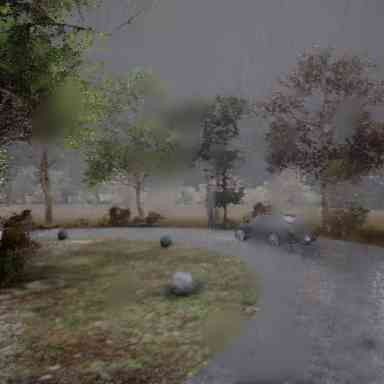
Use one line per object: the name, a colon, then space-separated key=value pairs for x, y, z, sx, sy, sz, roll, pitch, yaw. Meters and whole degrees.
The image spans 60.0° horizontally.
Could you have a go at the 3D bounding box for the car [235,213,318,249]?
car: x=3.967 y=1.816 z=16.481 sx=1.837 sy=1.490 sz=4.892 roll=1 pitch=-2 yaw=-24
